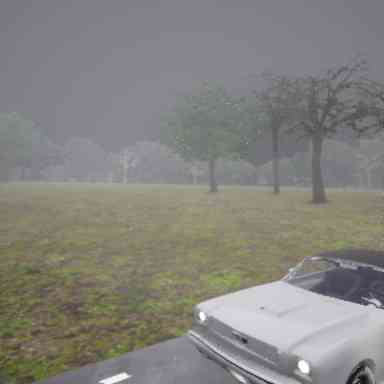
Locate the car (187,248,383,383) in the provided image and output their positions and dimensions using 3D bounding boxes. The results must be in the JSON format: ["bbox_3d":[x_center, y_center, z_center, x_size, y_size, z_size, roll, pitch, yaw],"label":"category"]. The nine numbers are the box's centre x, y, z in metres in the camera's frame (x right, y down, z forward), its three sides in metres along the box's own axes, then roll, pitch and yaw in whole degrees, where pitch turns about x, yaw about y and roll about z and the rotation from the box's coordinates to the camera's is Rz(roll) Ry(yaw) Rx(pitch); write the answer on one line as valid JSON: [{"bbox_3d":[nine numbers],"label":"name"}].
[{"bbox_3d":[2.286,1.583,4.702,4.718,1.301,1.895,0,0,-36],"label":"car"}]
